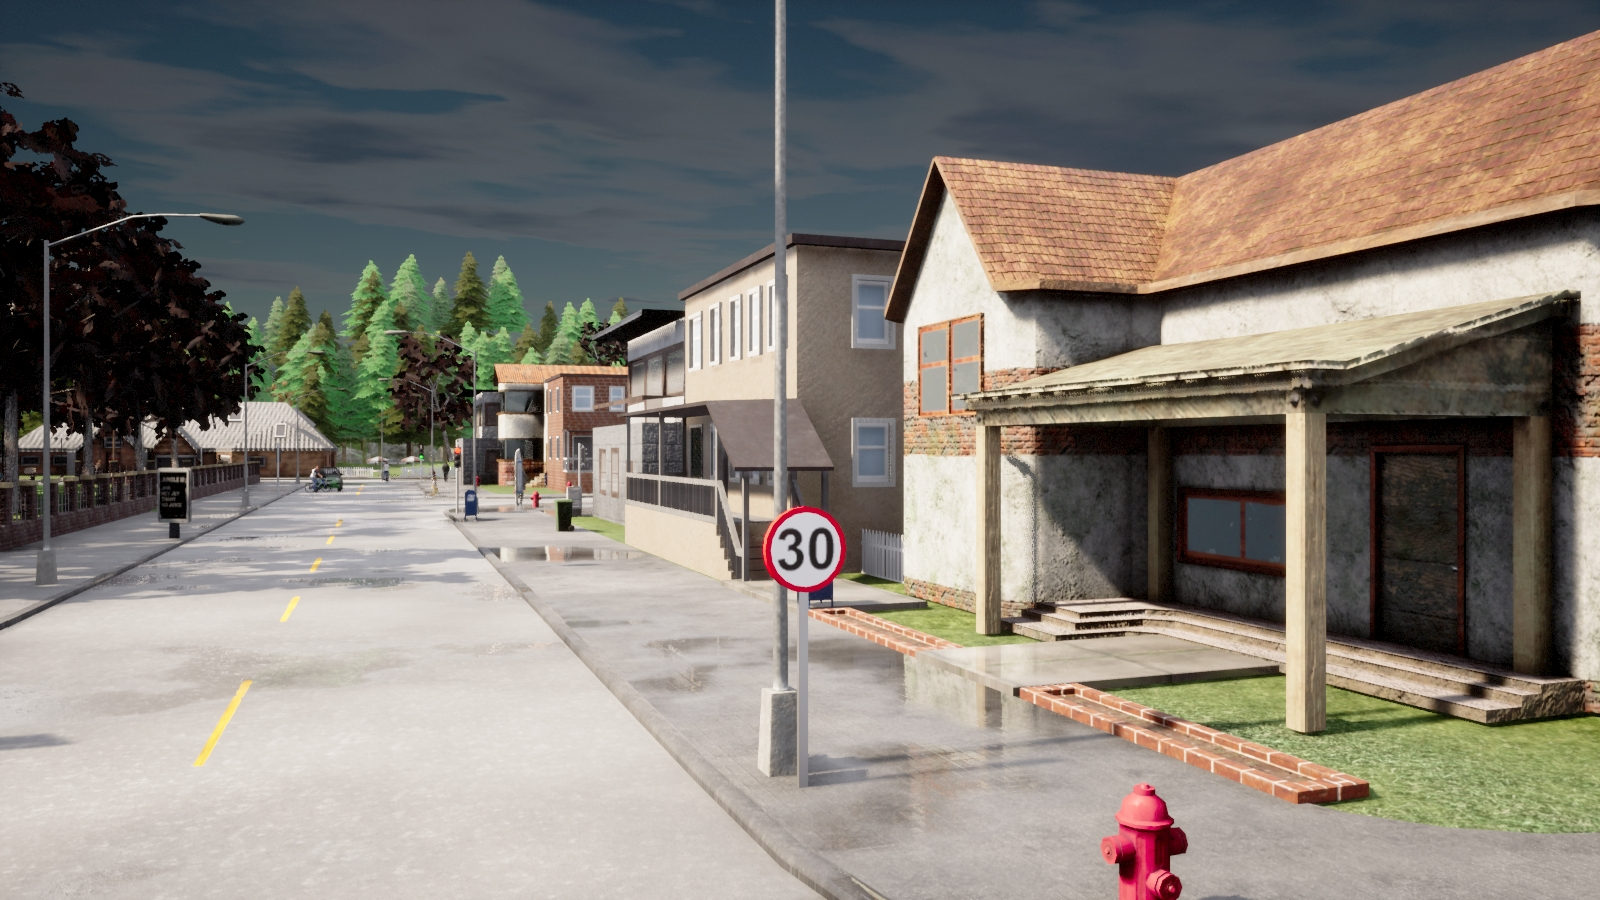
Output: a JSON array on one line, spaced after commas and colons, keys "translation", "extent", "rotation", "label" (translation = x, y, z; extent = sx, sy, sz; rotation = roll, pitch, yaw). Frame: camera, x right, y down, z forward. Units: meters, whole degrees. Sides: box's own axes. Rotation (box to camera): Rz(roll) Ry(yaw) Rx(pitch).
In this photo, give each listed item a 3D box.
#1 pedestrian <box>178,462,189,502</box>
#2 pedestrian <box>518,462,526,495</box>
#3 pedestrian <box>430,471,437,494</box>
[{"translation": [-29.241, 1.525, 54.192], "extent": [0.375, 1.860, 0.375], "rotation": [0, 0, -20], "label": "pedestrian"}, {"translation": [-15.733, 1.628, 64.610], "extent": [0.375, 1.860, 0.375], "rotation": [0, 0, -22], "label": "pedestrian"}, {"translation": [-21.463, 1.908, 66.859], "extent": [0.375, 1.300, 0.375], "rotation": [0, 0, -14], "label": "pedestrian"}]
